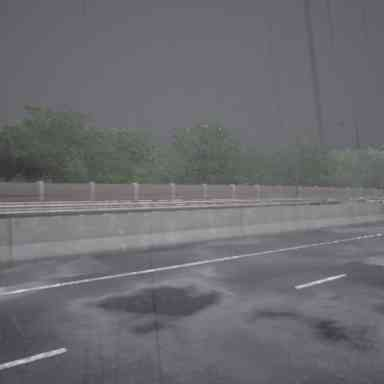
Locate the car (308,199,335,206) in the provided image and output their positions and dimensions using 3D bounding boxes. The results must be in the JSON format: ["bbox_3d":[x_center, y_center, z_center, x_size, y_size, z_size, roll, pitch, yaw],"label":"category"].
[{"bbox_3d":[16.674,1.546,41.661,4.718,1.301,1.895,0,0,-35],"label":"car"}]

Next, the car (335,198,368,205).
[{"bbox_3d":[19.441,1.452,39.332,4.892,1.490,1.837,0,0,-35],"label":"car"}]

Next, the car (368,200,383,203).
[{"bbox_3d":[21.726,1.512,36.662,4.181,1.385,1.994,0,0,-35],"label":"car"}]
